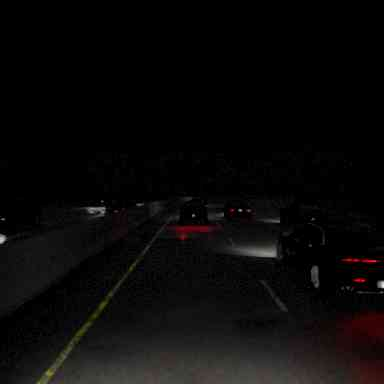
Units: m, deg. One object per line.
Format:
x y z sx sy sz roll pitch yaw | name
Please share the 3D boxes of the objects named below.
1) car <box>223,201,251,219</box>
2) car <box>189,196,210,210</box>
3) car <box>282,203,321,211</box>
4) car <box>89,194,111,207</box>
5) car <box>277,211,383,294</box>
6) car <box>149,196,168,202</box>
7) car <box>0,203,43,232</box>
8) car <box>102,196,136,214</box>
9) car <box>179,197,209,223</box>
3.610 1.428 27.238 2.033 1.411 5.357 0 0 0 | car
0.983 1.311 41.384 2.128 1.511 4.902 0 0 7 | car
7.097 1.431 21.576 1.812 1.442 4.674 0 0 0 | car
-12.561 1.146 46.699 2.097 1.767 4.553 0 0 9 | car
3.600 1.467 8.623 1.837 1.490 4.892 0 0 0 | car
-6.007 1.338 59.973 1.895 1.301 4.718 0 0 17 | car
-10.584 1.406 19.526 2.128 1.511 4.902 0 0 0 | car
-6.934 1.401 33.393 2.033 1.411 5.357 0 0 3 | car
0.096 1.372 24.178 1.882 1.535 5.008 0 0 0 | car
